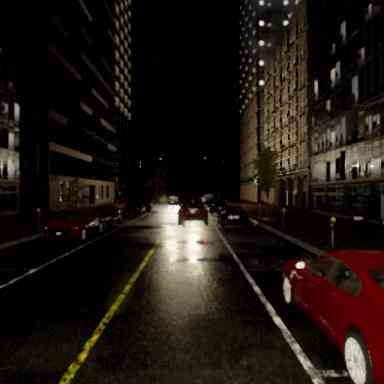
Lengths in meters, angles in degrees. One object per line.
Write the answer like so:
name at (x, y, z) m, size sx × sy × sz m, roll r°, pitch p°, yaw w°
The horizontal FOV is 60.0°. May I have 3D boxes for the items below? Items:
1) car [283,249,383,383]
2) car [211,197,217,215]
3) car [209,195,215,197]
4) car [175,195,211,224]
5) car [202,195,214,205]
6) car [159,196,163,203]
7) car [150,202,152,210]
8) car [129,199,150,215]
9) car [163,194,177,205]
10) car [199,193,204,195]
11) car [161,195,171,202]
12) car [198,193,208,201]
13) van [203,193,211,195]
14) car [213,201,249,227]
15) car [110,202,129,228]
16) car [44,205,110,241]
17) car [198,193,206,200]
car at (2.688, 1.541, 5.070) m, size 1.887 × 1.381 × 4.507 m, roll 0°, pitch 0°, yaw 0°
car at (2.673, 1.528, 33.531) m, size 1.947 × 1.339 × 4.313 m, roll 0°, pitch 0°, yaw 0°
car at (2.667, 1.510, 44.916) m, size 1.947 × 1.339 × 4.313 m, roll 0°, pitch 0°, yaw 0°
car at (0.084, 1.328, 24.619) m, size 2.097 × 1.767 × 4.553 m, roll 0°, pitch 0°, yaw 0°
car at (2.661, 1.363, 56.301) m, size 1.967 × 1.590 × 4.097 m, roll 0°, pitch 0°, yaw 0°
car at (-5.727, 1.424, 67.521) m, size 1.752 × 1.417 × 4.829 m, roll 0°, pitch 0°, yaw 0°
car at (-5.711, 1.520, 39.228) m, size 1.947 × 1.339 × 4.313 m, roll 0°, pitch 0°, yaw 0°
car at (-5.708, 1.508, 33.535) m, size 1.887 × 1.381 × 4.507 m, roll 0°, pitch 0°, yaw 0°
car at (-3.096, 1.417, 55.411) m, size 2.128 × 1.511 × 4.902 m, roll 0°, pitch 0°, yaw 0°
car at (0.075, 1.302, 41.832) m, size 2.097 × 1.767 × 4.553 m, roll 0°, pitch 0°, yaw 0°
car at (-5.730, 1.436, 73.384) m, size 2.008 × 1.369 × 4.403 m, roll 0°, pitch 0°, yaw 0°
car at (2.649, 1.186, 79.069) m, size 2.192 × 1.841 × 5.009 m, roll 0°, pitch 0°, yaw 0°
van at (2.664, 1.275, 50.609) m, size 1.690 × 1.788 × 3.998 m, roll 0°, pitch 0°, yaw 0°
car at (2.679, 1.544, 22.147) m, size 1.947 × 1.339 × 4.313 m, roll 0°, pitch 0°, yaw 0°
car at (-5.702, 1.560, 22.150) m, size 1.802 × 1.307 × 4.206 m, roll 0°, pitch 0°, yaw 0°
car at (-5.698, 1.530, 16.457) m, size 1.887 × 1.381 × 4.507 m, roll 0°, pitch 0°, yaw 0°
car at (2.643, 1.157, 90.454) m, size 2.192 × 1.841 × 5.009 m, roll 0°, pitch 0°, yaw 0°
